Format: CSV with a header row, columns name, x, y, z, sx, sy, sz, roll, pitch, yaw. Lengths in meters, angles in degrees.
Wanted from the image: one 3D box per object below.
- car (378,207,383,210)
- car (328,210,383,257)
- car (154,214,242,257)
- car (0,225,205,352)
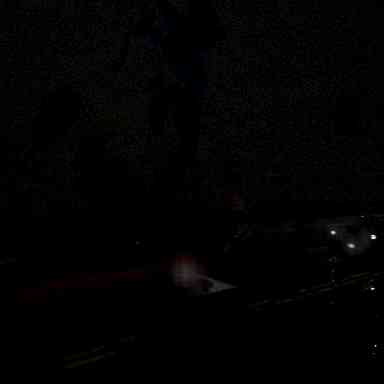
name,x,y,z,sx,sy,sz,roll,pitch,yaw
car,12.372,1.551,20.517,4.718,1.301,1.895,0,0,-35
car,7.382,1.571,12.931,4.718,1.301,1.895,0,0,-35
car,-0.336,1.514,11.430,4.674,1.442,1.812,0,0,-35
car,-2.078,1.562,6.191,4.181,1.385,1.994,0,0,-36
